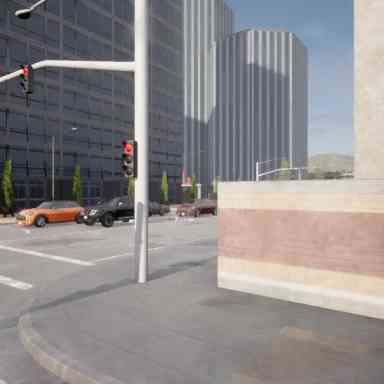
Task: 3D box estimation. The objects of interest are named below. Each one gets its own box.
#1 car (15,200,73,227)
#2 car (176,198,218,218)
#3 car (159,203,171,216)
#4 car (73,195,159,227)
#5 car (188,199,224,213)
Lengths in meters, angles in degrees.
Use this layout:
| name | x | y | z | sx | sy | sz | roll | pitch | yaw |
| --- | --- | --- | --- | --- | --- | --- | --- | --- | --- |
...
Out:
| name | x | y | z | sx | sy | sz | roll | pitch | yaw |
| --- | --- | --- | --- | --- | --- | --- | --- | --- | --- |
| car | -9.757 | 1.410 | 23.216 | 2.097 | 1.767 | 4.553 | 0 | 0 | 36 |
| car | 0.529 | 1.409 | 31.529 | 2.097 | 1.767 | 4.553 | 0 | 0 | 36 |
| car | -4.230 | 1.605 | 30.909 | 2.033 | 1.411 | 5.357 | 0 | 0 | 36 |
| car | -5.202 | 1.279 | 23.561 | 2.150 | 2.045 | 5.566 | 0 | 0 | 36 |
| car | 1.697 | 1.562 | 39.138 | 1.837 | 1.490 | 4.892 | 0 | 0 | 36 |
